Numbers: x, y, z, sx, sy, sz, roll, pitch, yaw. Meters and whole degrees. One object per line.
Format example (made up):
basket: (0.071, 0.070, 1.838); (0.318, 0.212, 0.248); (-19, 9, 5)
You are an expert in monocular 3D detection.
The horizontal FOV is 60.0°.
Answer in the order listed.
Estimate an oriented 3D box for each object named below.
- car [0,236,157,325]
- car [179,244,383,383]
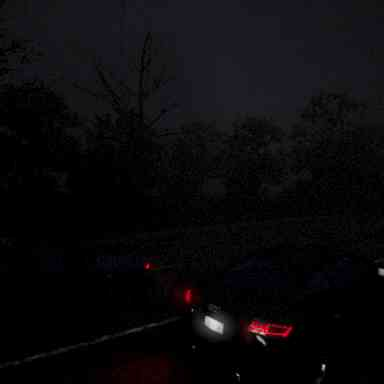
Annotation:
car: (-3.290, 1.546, 5.949); (5.357, 1.411, 2.033); (0, 0, -36)
car: (1.881, 1.522, 5.129); (4.181, 1.385, 1.994); (-1, 0, -36)
